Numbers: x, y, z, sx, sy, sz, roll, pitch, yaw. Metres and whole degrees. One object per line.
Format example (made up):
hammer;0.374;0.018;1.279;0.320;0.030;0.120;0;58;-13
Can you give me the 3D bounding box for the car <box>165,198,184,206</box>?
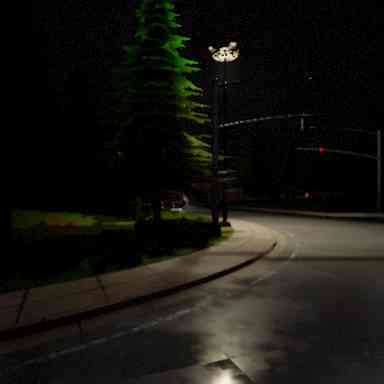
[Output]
car;-2.770;1.737;53.391;2.097;1.767;4.553;0;0;-21
